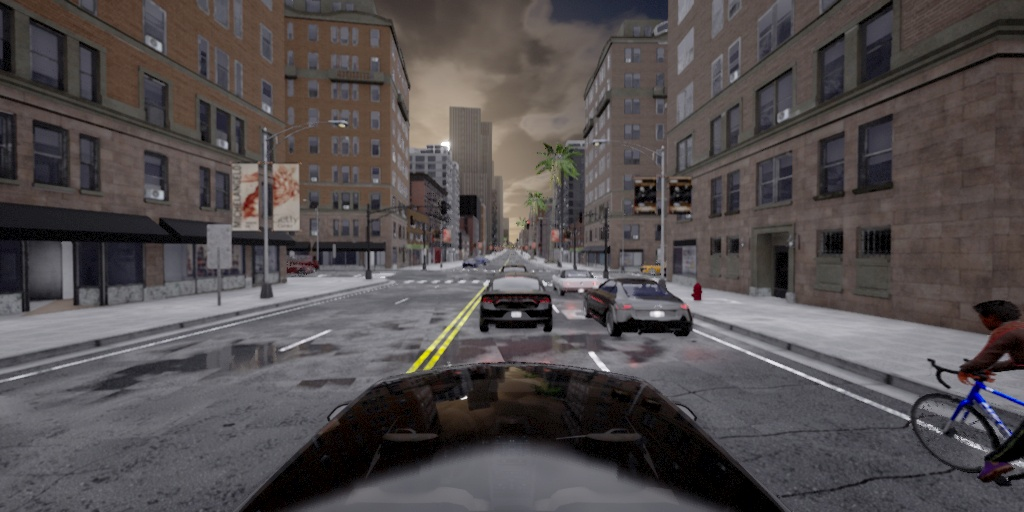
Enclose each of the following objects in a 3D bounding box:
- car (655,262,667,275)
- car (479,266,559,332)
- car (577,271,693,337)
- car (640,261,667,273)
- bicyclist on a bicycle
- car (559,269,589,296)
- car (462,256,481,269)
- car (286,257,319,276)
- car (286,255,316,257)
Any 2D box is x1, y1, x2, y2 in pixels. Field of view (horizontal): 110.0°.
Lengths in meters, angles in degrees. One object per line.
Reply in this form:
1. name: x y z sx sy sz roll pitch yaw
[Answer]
1. car: 16.229 1.496 33.666 4.313 1.339 1.948 0 0 0
2. car: 0.105 1.221 10.871 1.882 1.535 5.008 0 0 0
3. car: 3.344 1.308 10.267 1.994 1.385 4.181 0 0 0
4. car: 16.744 1.324 39.607 5.008 1.535 1.882 0 1 0
5. bicyclist on a bicycle: 4.146 1.202 2.908 0.582 1.620 1.656 0 0 0
6. car: 3.261 1.339 19.081 1.895 1.301 4.718 0 0 0
7. car: -6.545 1.067 56.238 2.097 1.767 4.553 0 0 0
8. car: -21.111 1.125 33.758 4.674 1.442 1.812 0 1 -9
9. car: -23.870 0.815 39.185 5.009 1.841 2.192 0 0 -9
